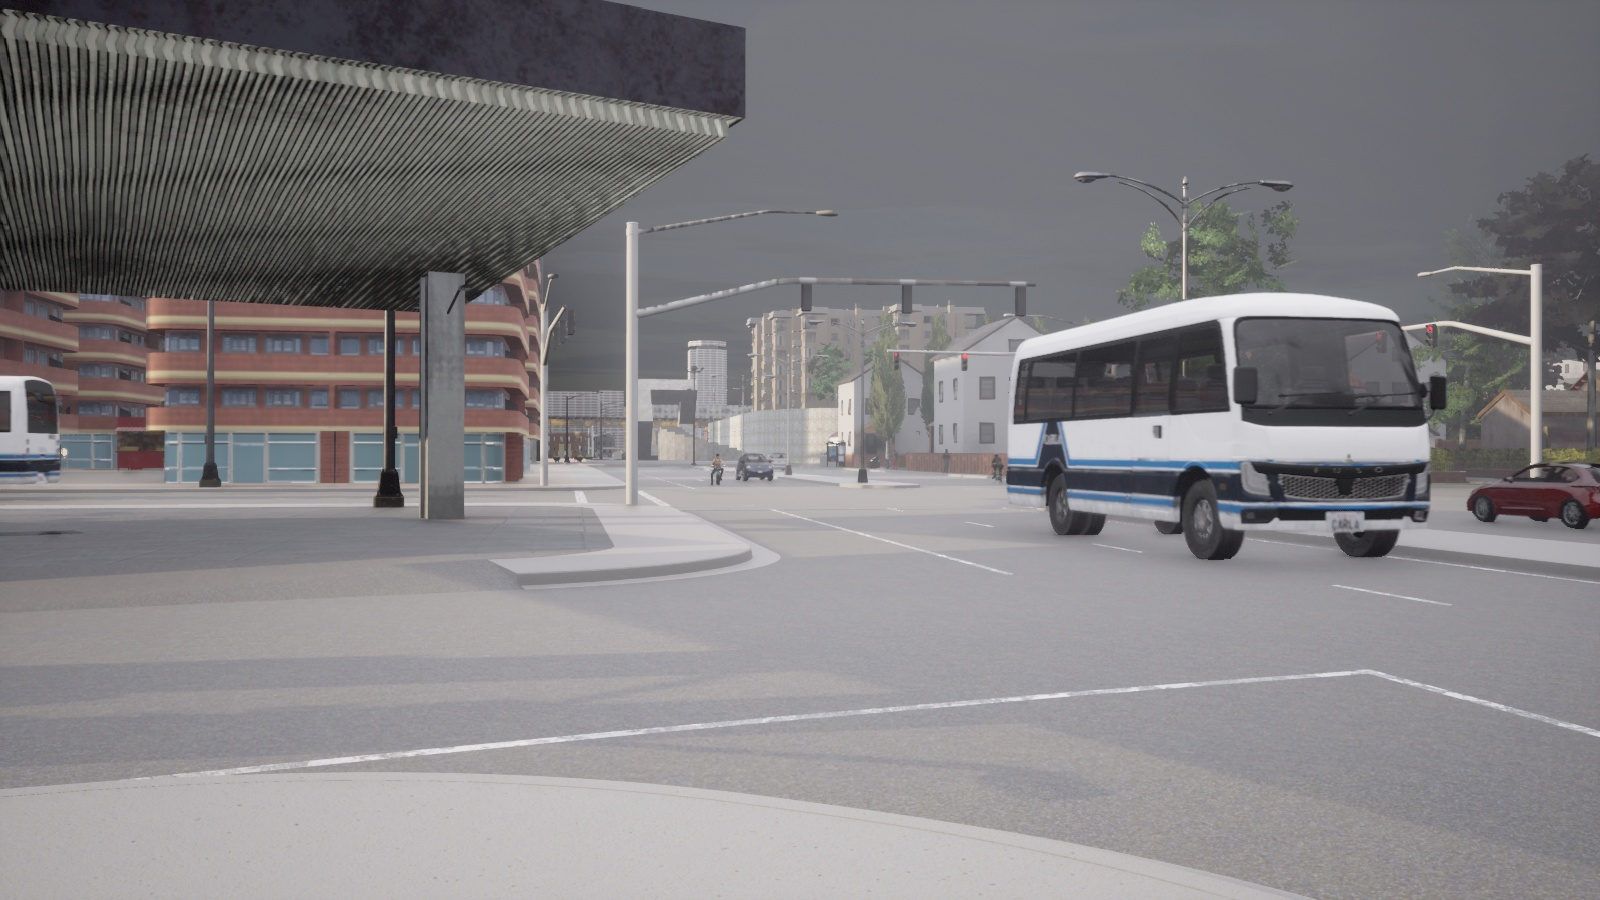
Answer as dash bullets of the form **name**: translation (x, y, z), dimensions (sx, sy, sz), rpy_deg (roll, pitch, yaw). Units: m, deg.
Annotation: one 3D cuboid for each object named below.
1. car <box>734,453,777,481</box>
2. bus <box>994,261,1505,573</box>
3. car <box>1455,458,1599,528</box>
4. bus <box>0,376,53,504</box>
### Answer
- **car**: translation (-2.645, 0.981, 73.948), dimensions (1.851, 1.617, 3.988), rpy_deg (0, 0, -12)
- **bus**: translation (7.127, -0.439, 22.564), dimensions (3.944, 4.253, 10.273), rpy_deg (0, 0, -11)
- **car**: translation (17.556, 0.945, 29.298), dimensions (1.816, 1.474, 4.193), rpy_deg (0, 0, -11)
- **bus**: translation (-31.730, -0.308, 42.596), dimensions (10.273, 4.253, 3.944), rpy_deg (0, 0, -11)
